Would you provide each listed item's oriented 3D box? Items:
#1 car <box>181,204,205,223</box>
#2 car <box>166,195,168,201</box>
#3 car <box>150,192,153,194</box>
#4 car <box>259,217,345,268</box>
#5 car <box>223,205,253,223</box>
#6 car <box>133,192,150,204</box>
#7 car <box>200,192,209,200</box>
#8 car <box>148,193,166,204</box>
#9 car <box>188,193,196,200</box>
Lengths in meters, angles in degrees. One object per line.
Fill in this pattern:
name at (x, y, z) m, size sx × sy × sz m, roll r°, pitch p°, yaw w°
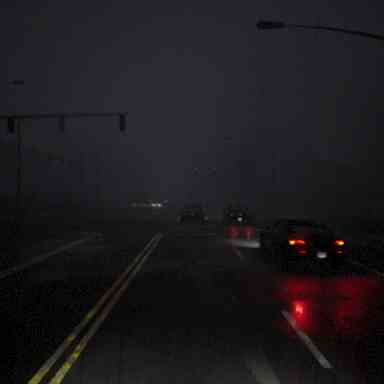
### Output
car at (0.073, 1.675, 26.720) m, size 2.033 × 1.411 × 5.357 m, roll 0°, pitch 0°, yaw 0°
car at (-7.036, 1.383, 83.196) m, size 1.882 × 1.535 × 5.008 m, roll 0°, pitch 1°, yaw 0°
car at (-10.536, 1.129, 83.367) m, size 2.150 × 2.045 × 5.566 m, roll 0°, pitch 1°, yaw 0°
car at (3.579, 1.581, 11.437) m, size 1.812 × 1.442 × 4.674 m, roll 0°, pitch -1°, yaw 0°
car at (3.570, 1.727, 26.845) m, size 1.895 × 1.301 × 4.718 m, roll 0°, pitch 0°, yaw 0°
car at (-10.529, 1.318, 67.451) m, size 2.150 × 2.045 × 5.566 m, roll 0°, pitch 1°, yaw 0°
car at (3.461, 1.311, 90.261) m, size 1.812 × 1.442 × 4.674 m, roll 0°, pitch 1°, yaw 0°
car at (-7.033, 1.600, 67.691) m, size 2.128 × 1.511 × 4.902 m, roll 0°, pitch 1°, yaw 0°
car at (-0.039, 1.143, 90.227) m, size 2.097 × 1.767 × 4.553 m, roll 0°, pitch 1°, yaw 0°
